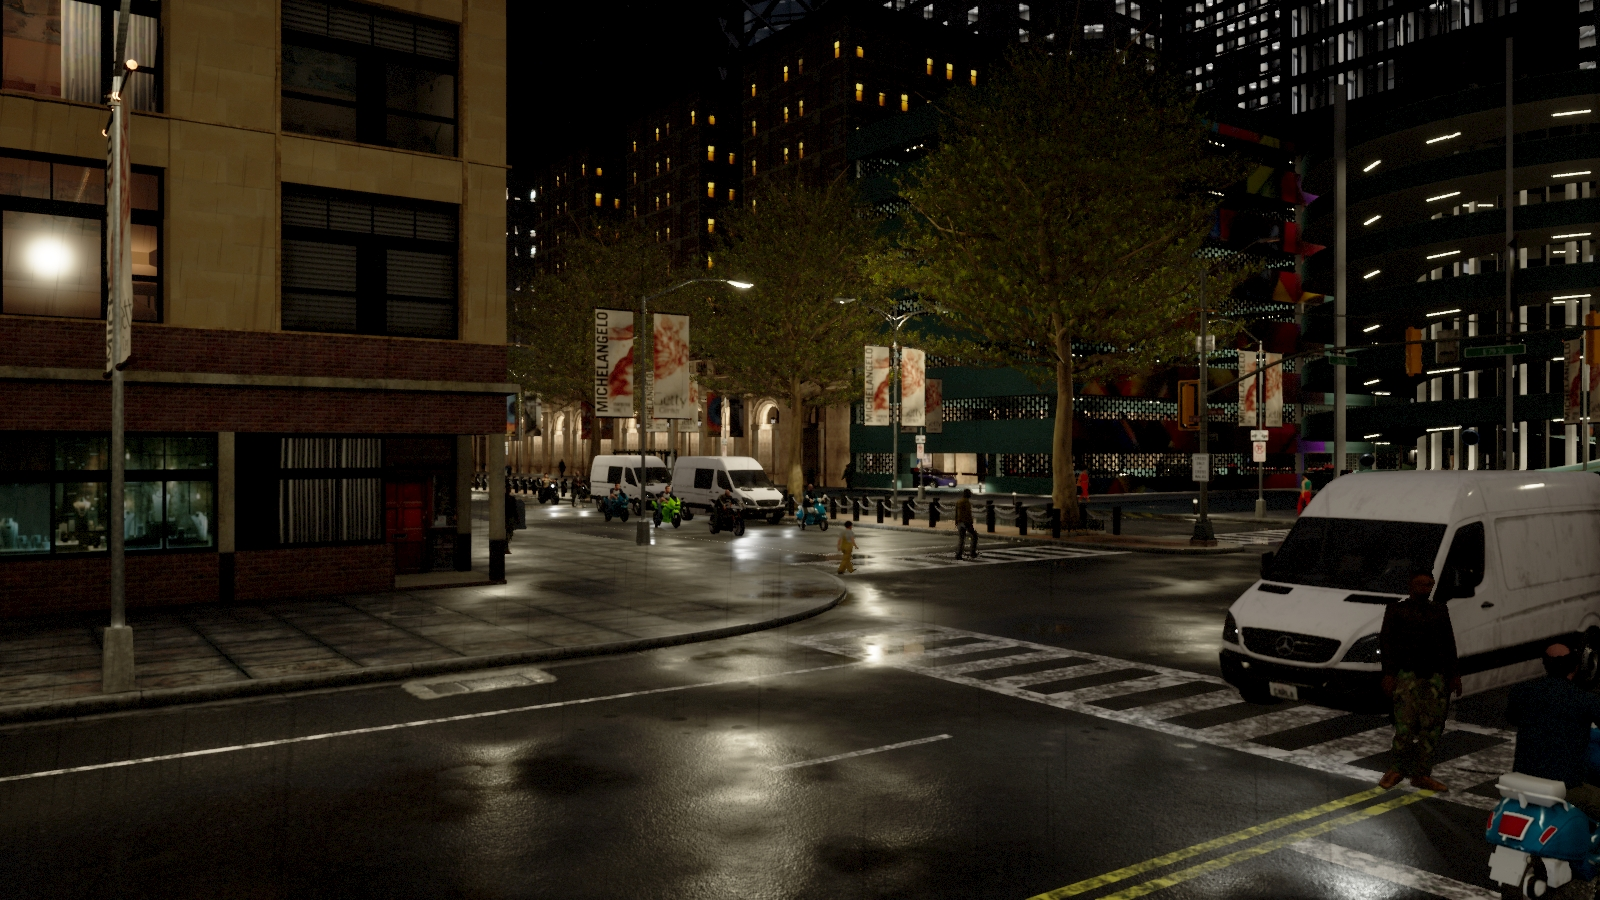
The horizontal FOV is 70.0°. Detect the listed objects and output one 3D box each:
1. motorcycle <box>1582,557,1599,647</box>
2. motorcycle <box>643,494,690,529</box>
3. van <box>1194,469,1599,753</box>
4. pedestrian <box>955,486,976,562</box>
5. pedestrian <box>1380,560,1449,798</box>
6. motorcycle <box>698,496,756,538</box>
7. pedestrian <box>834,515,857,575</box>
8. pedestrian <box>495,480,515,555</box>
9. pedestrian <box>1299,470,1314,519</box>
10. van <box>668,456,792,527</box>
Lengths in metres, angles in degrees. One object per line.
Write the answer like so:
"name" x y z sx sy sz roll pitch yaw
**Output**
"motorcycle" 12.202 2.182 16.555 1.805 1.236 0.856 0 0 -35
"motorcycle" -4.824 2.213 41.273 0.803 1.145 2.033 0 0 -35
"van" 7.208 1.535 13.095 5.915 2.561 1.988 0 0 -35
"pedestrian" 4.133 1.849 28.534 0.375 1.860 0.375 0 0 -35
"pedestrian" 4.999 1.848 9.306 0.375 1.860 0.375 0 0 3
"motorcycle" -2.440 2.205 37.889 0.867 1.251 2.209 0 0 -35
"pedestrian" 1.024 2.129 25.744 0.375 1.300 0.375 0 0 -38
"pedestrian" -7.419 1.699 28.752 0.375 1.860 0.375 0 0 -33
"pedestrian" 19.306 1.698 43.522 0.375 1.860 0.375 0 0 -14
"van" -2.818 1.534 44.499 1.988 2.561 5.915 0 0 -35
